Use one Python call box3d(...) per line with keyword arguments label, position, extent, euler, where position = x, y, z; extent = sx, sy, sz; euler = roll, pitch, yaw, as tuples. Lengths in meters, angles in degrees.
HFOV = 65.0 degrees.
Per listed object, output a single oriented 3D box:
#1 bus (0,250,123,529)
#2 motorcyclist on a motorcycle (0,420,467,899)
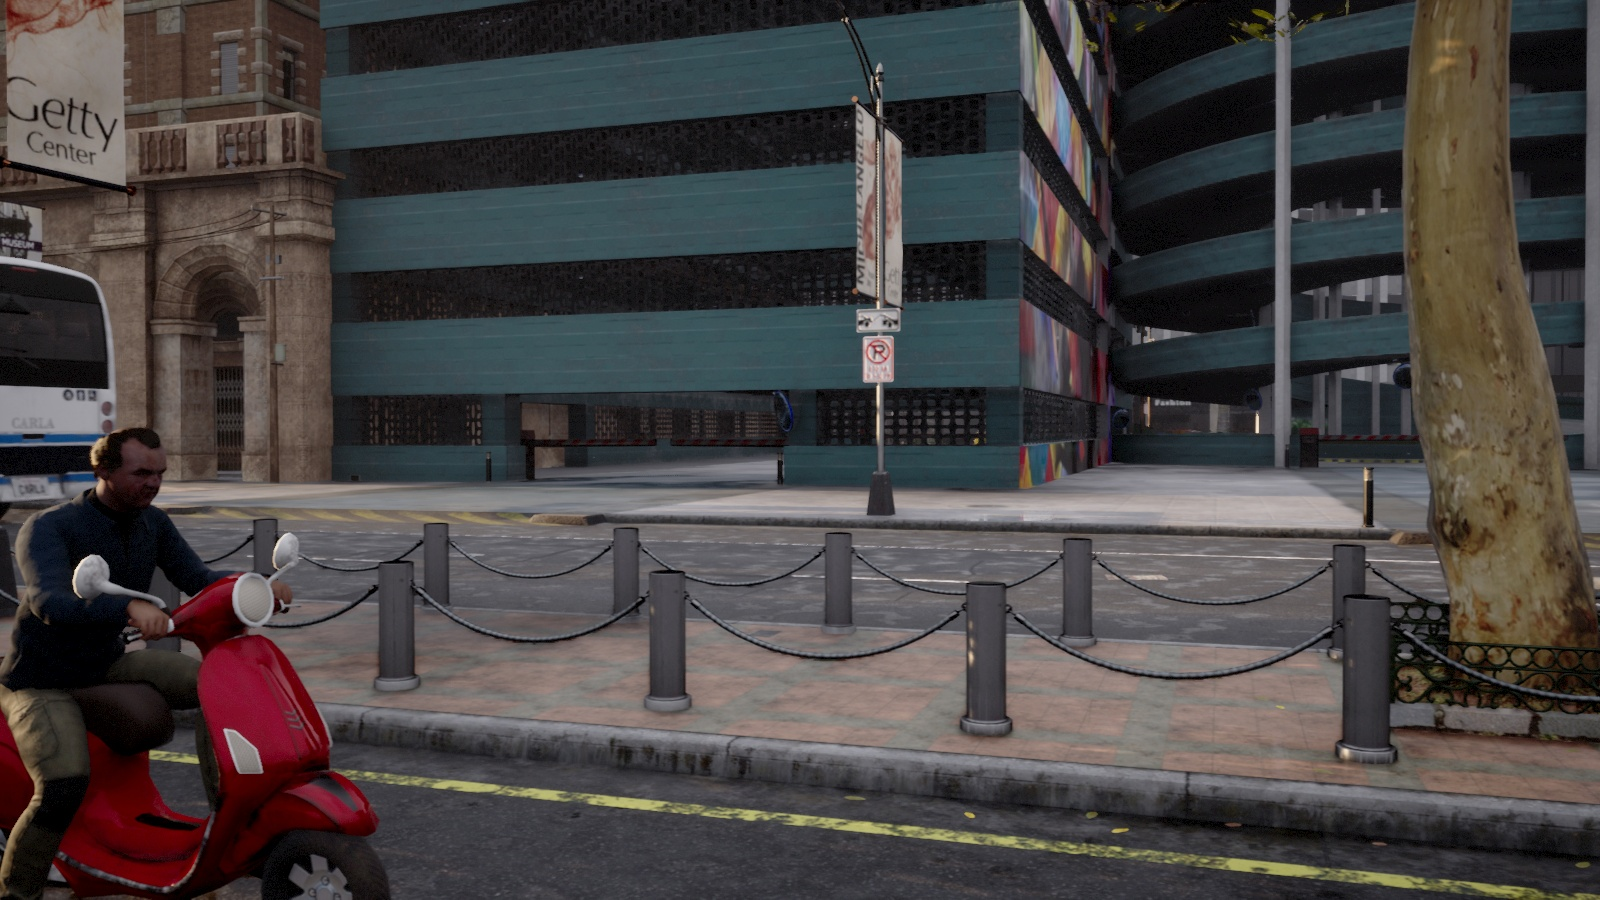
box3d(label="bus", position=(-16.959, -0.969, 21.009), extent=(10.273, 4.253, 3.944), euler=(1, 1, 19))
box3d(label="motorcyclist on a motorcycle", position=(-2.062, 0.707, 3.886), extent=(1.817, 1.590, 0.866), euler=(1, 1, 19))
